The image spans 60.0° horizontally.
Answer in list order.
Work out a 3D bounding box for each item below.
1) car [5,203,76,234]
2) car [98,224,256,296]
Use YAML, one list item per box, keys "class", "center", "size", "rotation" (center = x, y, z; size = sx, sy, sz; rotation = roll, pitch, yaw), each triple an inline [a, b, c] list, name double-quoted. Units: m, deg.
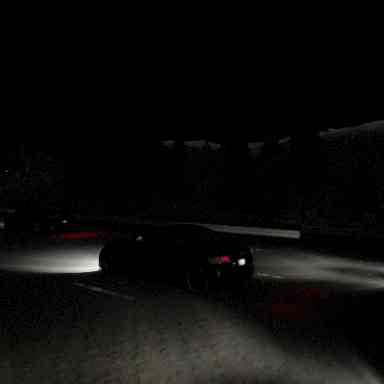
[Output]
- class: "car"
  center: [-8.627, 1.381, 18.750]
  size: [5.008, 1.535, 1.882]
  rotation: [0, 0, 36]
- class: "car"
  center: [-0.495, 1.535, 8.648]
  size: [4.181, 1.385, 1.994]
  rotation: [0, 0, 36]
